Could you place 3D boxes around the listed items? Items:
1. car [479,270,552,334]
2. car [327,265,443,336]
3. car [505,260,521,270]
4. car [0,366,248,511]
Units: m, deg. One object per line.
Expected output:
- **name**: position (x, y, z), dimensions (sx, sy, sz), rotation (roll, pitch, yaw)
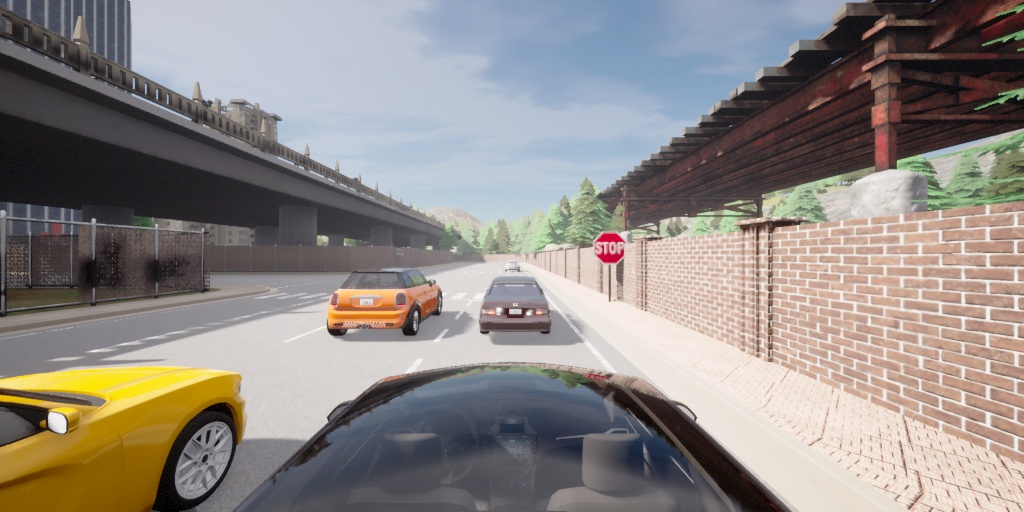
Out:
- **car**: position (0.075, 1.297, 10.581), dimensions (2.033, 1.411, 5.357), rotation (0, 0, 0)
- **car**: position (-3.426, 1.102, 10.557), dimensions (2.097, 1.767, 4.553), rotation (0, 0, 0)
- **car**: position (0.054, 1.276, 46.347), dimensions (1.812, 1.442, 4.674), rotation (0, 0, -1)
- **car**: position (-3.398, 1.228, 1.300), dimensions (1.882, 1.535, 5.008), rotation (0, 0, 0)
